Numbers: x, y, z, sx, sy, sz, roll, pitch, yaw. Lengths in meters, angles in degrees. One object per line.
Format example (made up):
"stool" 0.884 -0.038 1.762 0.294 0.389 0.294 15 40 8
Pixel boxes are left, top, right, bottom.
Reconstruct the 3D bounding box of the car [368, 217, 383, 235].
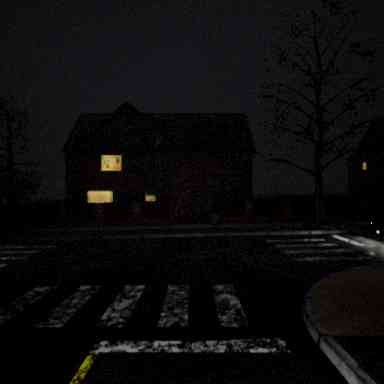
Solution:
"car" 10.452 1.225 14.009 5.357 1.411 2.033 -1 1 -1
